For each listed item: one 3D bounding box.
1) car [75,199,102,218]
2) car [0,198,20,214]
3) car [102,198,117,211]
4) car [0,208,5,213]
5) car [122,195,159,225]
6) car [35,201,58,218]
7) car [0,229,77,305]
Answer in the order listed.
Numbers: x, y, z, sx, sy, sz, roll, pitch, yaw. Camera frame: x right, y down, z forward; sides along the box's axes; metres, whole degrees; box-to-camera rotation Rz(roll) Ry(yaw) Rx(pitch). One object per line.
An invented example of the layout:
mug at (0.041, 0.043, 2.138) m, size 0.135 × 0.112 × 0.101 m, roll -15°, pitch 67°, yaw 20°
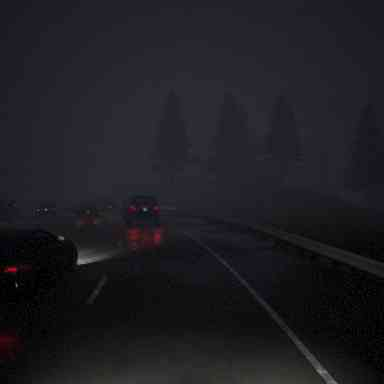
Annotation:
car at (-9.752, 1.537, 30.675) m, size 1.812 × 1.442 × 4.674 m, roll 0°, pitch 0°, yaw -21°
car at (-19.493, 1.391, 35.238) m, size 2.097 × 1.767 × 4.553 m, roll 0°, pitch 0°, yaw -26°
car at (-10.532, 1.513, 40.641) m, size 1.837 × 1.490 × 4.892 m, roll 0°, pitch 0°, yaw -27°
car at (-7.904, 1.496, 10.175) m, size 1.882 × 1.535 × 5.008 m, roll 0°, pitch 0°, yaw -7°
car at (-3.840, 1.220, 24.327) m, size 2.150 × 2.045 × 5.566 m, roll 0°, pitch 0°, yaw -16°
car at (-13.502, 1.570, 30.865) m, size 2.033 × 1.411 × 5.357 m, roll 0°, pitch 0°, yaw -23°
car at (-4.165, 1.572, 8.012) m, size 1.994 × 1.385 × 4.181 m, roll 0°, pitch 0°, yaw -6°
